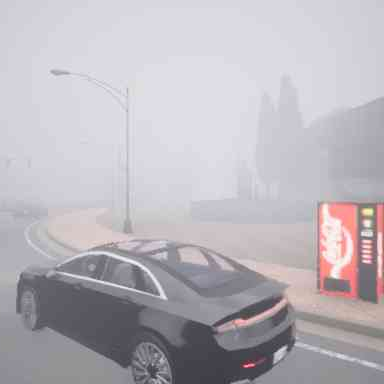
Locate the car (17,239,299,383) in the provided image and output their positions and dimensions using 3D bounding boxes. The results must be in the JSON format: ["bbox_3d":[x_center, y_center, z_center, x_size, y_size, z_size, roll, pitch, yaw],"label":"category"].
[{"bbox_3d":[-0.913,1.491,5.073,4.902,1.511,2.128,0,0,40],"label":"car"}]

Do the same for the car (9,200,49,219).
[{"bbox_3d":[-13.890,1.564,28.909,1.994,1.385,4.181,0,0,-11],"label":"car"}]

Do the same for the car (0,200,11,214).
[{"bbox_3d":[-18.463,1.547,34.299,2.033,1.411,5.357,0,0,-7],"label":"car"}]
